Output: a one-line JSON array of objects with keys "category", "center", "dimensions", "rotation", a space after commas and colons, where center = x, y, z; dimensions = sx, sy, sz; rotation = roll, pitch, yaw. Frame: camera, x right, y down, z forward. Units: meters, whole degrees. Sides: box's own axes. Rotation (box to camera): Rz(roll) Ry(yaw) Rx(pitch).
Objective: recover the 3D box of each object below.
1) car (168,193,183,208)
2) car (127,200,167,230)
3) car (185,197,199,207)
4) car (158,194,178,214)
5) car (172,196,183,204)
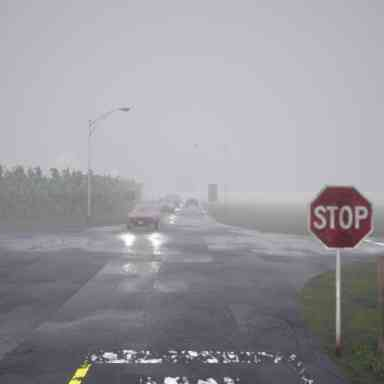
[{"category": "car", "center": [-2.900, 1.231, 49.108], "dimensions": [2.150, 2.045, 5.566], "rotation": [0, 0, 0]}, {"category": "car", "center": [-2.874, 1.476, 21.206], "dimensions": [1.882, 1.535, 5.008], "rotation": [0, 0, 0]}, {"category": "car", "center": [0.039, 1.513, 52.604], "dimensions": [1.837, 1.490, 4.892], "rotation": [0, 0, 0]}, {"category": "car", "center": [-2.888, 1.358, 34.950], "dimensions": [2.097, 1.767, 4.553], "rotation": [0, 0, 0]}, {"category": "car", "center": [-2.829, 1.579, 65.245], "dimensions": [1.994, 1.385, 4.181], "rotation": [0, 0, 0]}]
